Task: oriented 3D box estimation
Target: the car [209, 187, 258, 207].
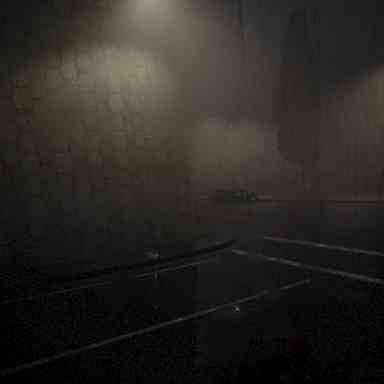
[{"bbox_3d":[3.483,0.367,28.664,1.837,1.490,4.892,-8,4,-36],"label":"car"}]
